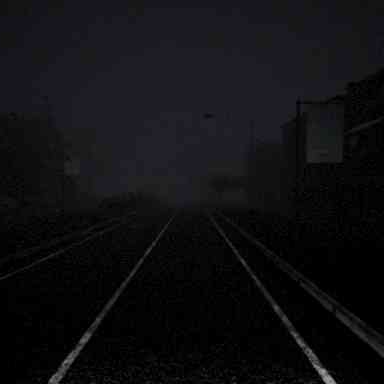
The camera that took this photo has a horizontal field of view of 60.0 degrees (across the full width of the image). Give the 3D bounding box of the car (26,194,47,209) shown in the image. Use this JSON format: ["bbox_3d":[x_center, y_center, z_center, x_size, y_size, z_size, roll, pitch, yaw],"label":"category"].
[{"bbox_3d":[-21.945,1.375,42.928,5.008,1.535,2.097,0,0,0],"label":"car"}]

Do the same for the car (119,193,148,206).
[{"bbox_3d":[-8.889,1.124,42.921,5.566,2.045,2.435,0,0,0],"label":"car"}]

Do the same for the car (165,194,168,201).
[{"bbox_3d":[-8.896,1.622,79.360,5.008,1.535,2.097,0,-1,0],"label":"car"}]

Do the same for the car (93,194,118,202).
[{"bbox_3d":[-21.961,1.425,84.578,5.566,2.045,2.435,0,-1,0],"label":"car"}]

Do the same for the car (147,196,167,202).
[{"bbox_3d":[-8.940,1.709,84.963,4.792,1.488,2.163,0,-1,0],"label":"car"}]

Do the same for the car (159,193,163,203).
[{"bbox_3d":[-8.872,1.509,65.344,5.008,1.535,2.097,0,0,0],"label":"car"}]

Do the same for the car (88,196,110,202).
[{"bbox_3d":[-21.978,1.660,79.006,4.674,1.452,2.002,0,-1,0],"label":"car"}]

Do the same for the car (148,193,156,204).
[{"bbox_3d":[-8.890,1.160,51.331,5.566,2.045,2.435,0,0,0],"label":"car"}]

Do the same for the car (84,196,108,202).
[{"bbox_3d":[-21.970,1.597,76.346,5.008,1.535,2.097,0,0,0],"label":"car"}]

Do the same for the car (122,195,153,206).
[{"bbox_3d":[-8.832,1.303,54.131,4.553,1.767,2.185,0,0,0],"label":"car"}]

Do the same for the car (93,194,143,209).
[{"bbox_3d":[-8.855,1.371,40.119,4.892,1.521,2.231,0,0,0],"label":"car"}]

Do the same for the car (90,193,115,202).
[{"bbox_3d":[-21.956,1.398,81.917,5.566,2.045,2.435,0,-1,0],"label":"car"}]

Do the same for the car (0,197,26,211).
[{"bbox_3d":[-21.936,1.368,37.359,5.008,1.535,2.097,0,0,0],"label":"car"}]

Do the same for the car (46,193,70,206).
[{"bbox_3d":[-21.910,1.286,51.284,4.553,1.767,2.185,0,0,0],"label":"car"}]

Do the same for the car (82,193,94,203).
[{"bbox_3d":[-21.767,1.486,62.421,5.366,1.575,1.946,0,0,0],"label":"car"}]

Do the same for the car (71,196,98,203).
[{"bbox_3d":[-21.932,1.559,67.991,4.792,1.488,2.163,0,0,0],"label":"car"}]

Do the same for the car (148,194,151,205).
[{"bbox_3d":[-8.867,1.396,48.524,4.892,1.521,2.231,0,0,0],"label":"car"}]

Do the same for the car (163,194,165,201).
[{"bbox_3d":[-8.911,1.278,68.150,5.566,2.045,2.435,0,0,0],"label":"car"}]

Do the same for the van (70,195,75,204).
[{"bbox_3d":[-22.059,1.203,54.065,4.442,1.987,1.878,0,0,0],"label":"van"}]

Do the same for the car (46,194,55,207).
[{"bbox_3d":[-21.942,1.425,45.714,4.674,1.452,2.002,0,0,0],"label":"car"}]

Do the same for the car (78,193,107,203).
[{"bbox_3d":[-21.943,1.321,73.562,5.566,2.045,2.435,0,0,0],"label":"car"}]

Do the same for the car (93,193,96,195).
[{"bbox_3d":[-21.951,1.510,65.207,5.008,1.535,2.097,0,0,0],"label":"car"}]

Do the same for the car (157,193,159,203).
[{"bbox_3d":[-8.863,1.470,59.738,4.892,1.521,2.231,0,0,0],"label":"car"}]

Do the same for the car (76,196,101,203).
[{"bbox_3d":[-21.995,1.580,70.776,4.792,1.488,2.163,0,0,0],"label":"car"}]

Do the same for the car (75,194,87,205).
[{"bbox_3d":[-21.946,1.509,59.635,4.674,1.452,2.002,0,0,0],"label":"car"}]
